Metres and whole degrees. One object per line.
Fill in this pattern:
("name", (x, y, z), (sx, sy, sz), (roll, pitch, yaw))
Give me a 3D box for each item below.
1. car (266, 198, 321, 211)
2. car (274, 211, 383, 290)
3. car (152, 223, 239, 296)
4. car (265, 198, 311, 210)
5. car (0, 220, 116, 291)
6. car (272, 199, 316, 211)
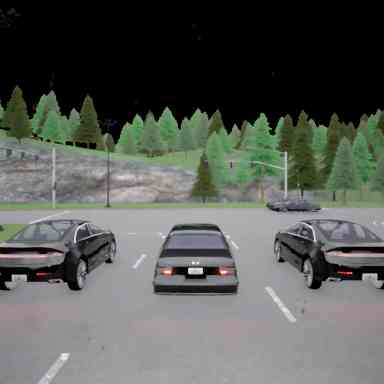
("car", (11.169, 1.547, 36.070), (5.357, 1.411, 2.033), (0, 0, -5))
("car", (3.600, 1.491, 9.106), (2.128, 1.511, 4.902), (0, 0, 1))
("car", (0.099, 1.547, 8.830), (2.033, 1.411, 5.357), (0, 0, 1))
("car", (12.430, 1.547, 43.197), (5.357, 1.411, 2.033), (0, 0, -4))
("car", (-3.401, 1.491, 9.012), (2.128, 1.511, 4.902), (0, 0, 0))
("car", (12.143, 1.525, 39.639), (4.674, 1.442, 1.812), (0, 0, -5))
